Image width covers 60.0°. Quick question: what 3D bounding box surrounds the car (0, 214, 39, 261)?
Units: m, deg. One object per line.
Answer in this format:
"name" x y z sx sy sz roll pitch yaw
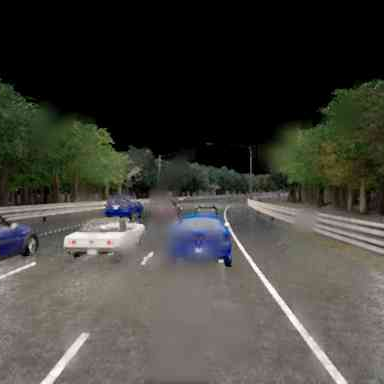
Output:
"car" -6.720 1.396 10.372 2.097 1.767 4.553 0 0 2

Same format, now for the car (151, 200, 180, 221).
"car" -2.195 1.503 29.127 2.097 1.767 4.553 0 0 5

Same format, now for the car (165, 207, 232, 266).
"car" 0.335 1.533 11.869 1.882 1.535 5.008 0 0 2

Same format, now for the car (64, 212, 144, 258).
"car" -3.125 1.659 12.943 1.895 1.301 4.718 0 0 2

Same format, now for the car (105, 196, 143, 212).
"car" -5.752 1.364 28.650 2.150 2.045 5.566 0 0 4

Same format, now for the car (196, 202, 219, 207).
"car" 1.321 1.647 29.220 2.128 1.511 4.902 0 0 5
